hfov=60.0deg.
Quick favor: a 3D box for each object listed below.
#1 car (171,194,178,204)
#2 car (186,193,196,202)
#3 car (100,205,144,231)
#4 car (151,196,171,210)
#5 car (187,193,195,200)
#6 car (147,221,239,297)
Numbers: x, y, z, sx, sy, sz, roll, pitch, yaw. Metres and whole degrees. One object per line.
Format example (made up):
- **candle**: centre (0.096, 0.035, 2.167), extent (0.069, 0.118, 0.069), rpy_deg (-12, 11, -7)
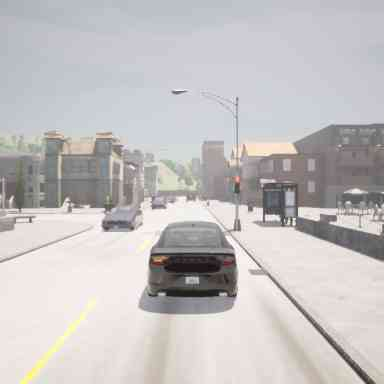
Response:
- **car**: centre (-4.236, 1.492, 61.677), extent (2.128, 1.511, 4.902), rpy_deg (0, 0, 0)
- **car**: centre (-0.210, 1.217, 76.739), extent (2.150, 2.045, 5.566), rpy_deg (0, 0, 0)
- **car**: centre (-4.154, 1.548, 20.802), extent (2.033, 1.411, 5.357), rpy_deg (0, 0, 0)
- **car**: centre (-4.225, 1.547, 43.583), extent (2.033, 1.411, 5.357), rpy_deg (0, 0, 0)
- **car**: centre (-0.239, 1.187, 87.100), extent (2.097, 1.767, 4.553), rpy_deg (0, 0, 0)
- **car**: centre (0.027, 1.478, 8.613), extent (1.882, 1.535, 5.008), rpy_deg (0, 0, 0)
